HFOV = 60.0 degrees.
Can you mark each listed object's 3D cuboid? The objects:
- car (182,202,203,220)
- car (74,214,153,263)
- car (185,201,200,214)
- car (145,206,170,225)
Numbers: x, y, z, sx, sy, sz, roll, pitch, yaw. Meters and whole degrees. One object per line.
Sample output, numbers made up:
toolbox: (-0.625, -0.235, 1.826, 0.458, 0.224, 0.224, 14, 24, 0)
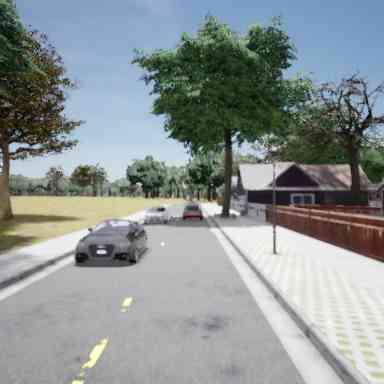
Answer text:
car: (0.094, 1.964, 32.567, 1.994, 1.385, 4.181, 0, -1, 1)
car: (-2.842, 1.725, 12.464, 1.994, 1.385, 4.181, 0, -1, 0)
car: (0.049, 2.015, 43.185, 1.837, 1.490, 4.892, 0, 0, 0)
car: (-2.851, 1.872, 27.811, 1.812, 1.442, 4.674, 0, -1, 0)
